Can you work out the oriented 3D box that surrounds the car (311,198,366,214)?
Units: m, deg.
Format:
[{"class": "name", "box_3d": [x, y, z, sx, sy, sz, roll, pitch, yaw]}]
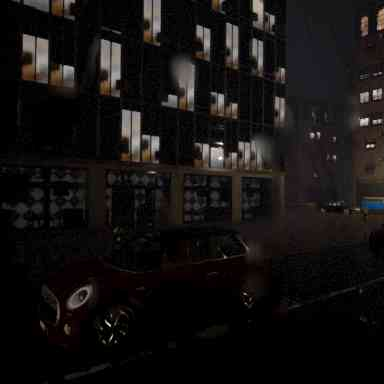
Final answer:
[{"class": "car", "box_3d": [15.306, 1.620, 34.864, 2.008, 1.369, 4.403, 0, -1, -35]}]

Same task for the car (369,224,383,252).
[{"class": "car", "box_3d": [8.468, 1.567, 12.588, 4.313, 1.339, 1.947, 0, 1, -35]}]

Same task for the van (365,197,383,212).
[{"class": "van", "box_3d": [22.192, 1.524, 39.643, 1.690, 1.788, 3.998, 0, -1, -35]}]

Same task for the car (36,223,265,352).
[{"class": "car", "box_3d": [-0.607, 1.441, 6.112, 4.097, 1.590, 1.967, 0, 1, -35]}]

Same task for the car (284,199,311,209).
[{"class": "car", "box_3d": [15.762, 1.787, 48.896, 1.752, 1.417, 4.829, 0, -1, -35]}]
